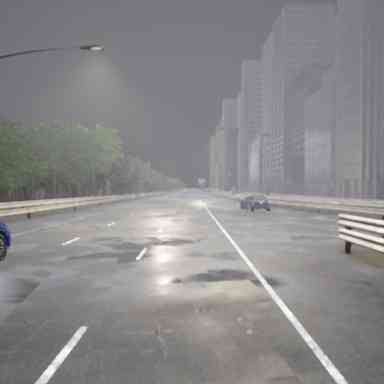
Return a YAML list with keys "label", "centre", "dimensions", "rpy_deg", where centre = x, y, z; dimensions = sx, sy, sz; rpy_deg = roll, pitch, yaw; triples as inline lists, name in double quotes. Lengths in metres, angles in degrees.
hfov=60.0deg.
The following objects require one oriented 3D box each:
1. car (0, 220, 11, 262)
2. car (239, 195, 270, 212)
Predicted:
- label: "car"
  centre: [-6.904, 1.160, 8.360]
  dimensions: [2.150, 2.045, 5.566]
  rpy_deg: [0, 0, 0]
- label: "car"
  centre: [6.605, 1.116, 35.514]
  dimensions: [2.097, 1.767, 4.553]
  rpy_deg: [0, 1, -9]
